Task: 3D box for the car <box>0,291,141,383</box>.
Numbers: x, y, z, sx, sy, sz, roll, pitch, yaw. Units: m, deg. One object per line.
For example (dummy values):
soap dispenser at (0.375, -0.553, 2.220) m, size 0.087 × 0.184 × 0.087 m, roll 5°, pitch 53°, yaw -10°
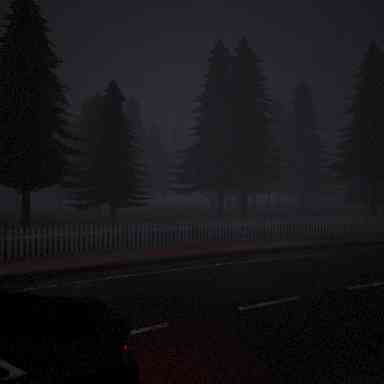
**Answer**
car at (-2.688, 1.491, 1.885) m, size 4.902 × 1.511 × 2.128 m, roll 0°, pitch 0°, yaw -35°
